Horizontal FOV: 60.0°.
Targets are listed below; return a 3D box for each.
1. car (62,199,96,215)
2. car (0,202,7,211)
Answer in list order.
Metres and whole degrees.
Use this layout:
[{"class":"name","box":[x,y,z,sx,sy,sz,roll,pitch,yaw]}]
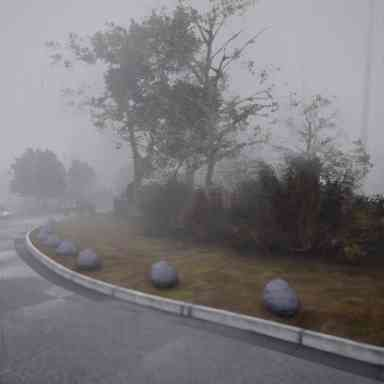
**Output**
[{"class":"car","box":[-14.485,1.851,42.919,2.150,2.045,5.566,0,-1,10]},{"class":"car","box":[-30.449,2.291,52.520,1.837,1.490,4.892,0,-1,-32]}]
